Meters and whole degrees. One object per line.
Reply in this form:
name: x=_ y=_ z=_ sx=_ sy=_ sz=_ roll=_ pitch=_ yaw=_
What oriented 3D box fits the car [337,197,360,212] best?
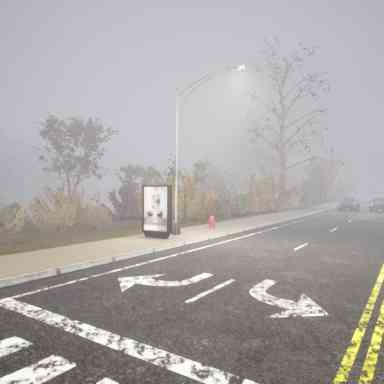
car: x=18.736 y=1.389 z=39.706 sx=2.097 sy=1.767 sz=4.553 roll=0 pitch=0 yaw=31

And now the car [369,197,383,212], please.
car: x=21.536 y=1.392 z=38.056 sx=2.097 sy=1.767 sz=4.553 roll=0 pitch=0 yaw=31
